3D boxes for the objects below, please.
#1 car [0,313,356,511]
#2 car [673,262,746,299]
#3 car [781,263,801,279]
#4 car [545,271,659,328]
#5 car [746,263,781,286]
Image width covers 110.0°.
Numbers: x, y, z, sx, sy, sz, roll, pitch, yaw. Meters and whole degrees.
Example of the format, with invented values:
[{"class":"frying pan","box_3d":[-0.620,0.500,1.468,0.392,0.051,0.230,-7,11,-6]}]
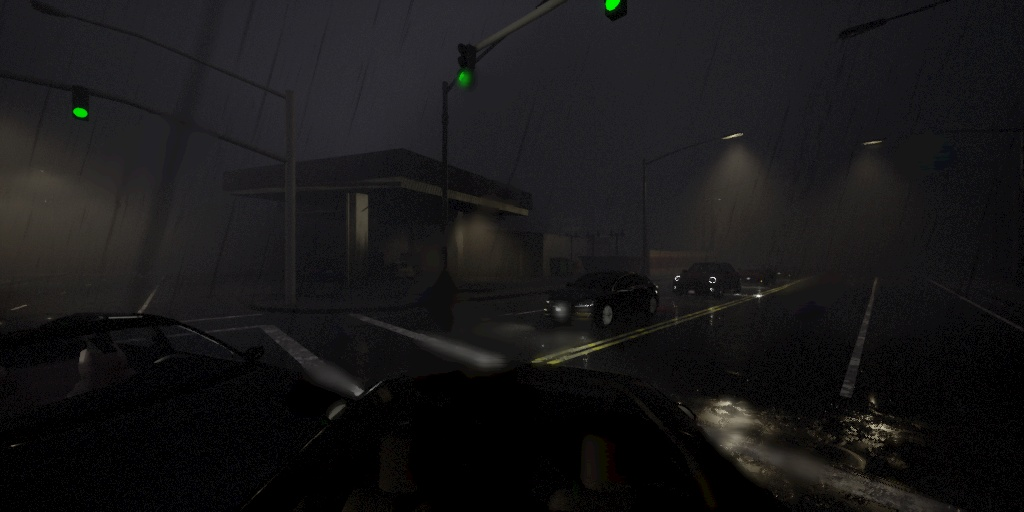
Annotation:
[{"class":"car","box_3d":[-3.379,1.242,2.693,4.902,1.511,2.128,0,0,16]},{"class":"car","box_3d":[10.018,1.102,18.341,4.553,1.767,2.097,0,0,-44]},{"class":"car","box_3d":[24.304,1.314,32.075,4.181,1.385,1.994,0,0,-44]},{"class":"car","box_3d":[3.069,1.255,11.608,4.892,1.490,1.837,0,0,-44]},{"class":"car","box_3d":[17.056,1.314,25.138,4.181,1.385,1.994,0,0,-45]}]
